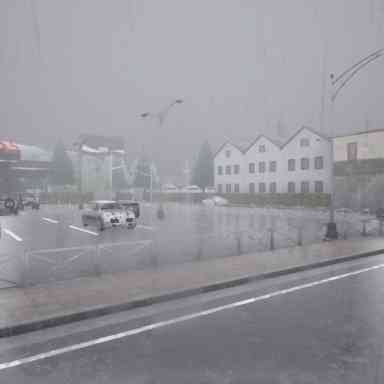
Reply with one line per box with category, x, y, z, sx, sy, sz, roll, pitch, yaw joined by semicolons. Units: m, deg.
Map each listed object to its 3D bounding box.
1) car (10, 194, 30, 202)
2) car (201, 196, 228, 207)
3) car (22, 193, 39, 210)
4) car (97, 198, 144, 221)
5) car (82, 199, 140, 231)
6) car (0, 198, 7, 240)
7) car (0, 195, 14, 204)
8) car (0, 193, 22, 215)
car;-38.162;1.328;73.786;3.866;1.878;1.905;0;0;-36
car;3.148;1.349;46.571;1.812;1.442;4.674;0;0;-35
car;-19.101;1.092;38.662;1.905;1.878;3.866;0;0;-36
car;-5.742;1.313;26.231;2.007;1.523;4.514;0;0;-36
car;-4.629;1.248;18.365;1.970;1.475;3.806;0;0;-36
car;-9.665;1.169;14.375;2.152;1.636;5.027;0;0;-36
car;-38.404;1.495;66.658;4.611;1.667;2.242;0;0;-36
car;-17.207;1.113;30.348;1.932;1.855;4.605;0;0;-36
